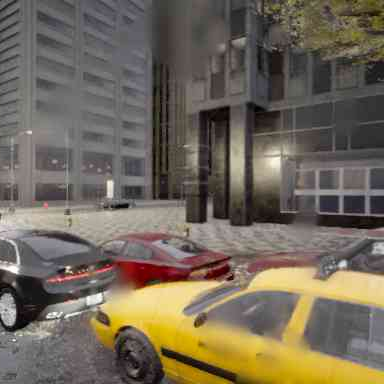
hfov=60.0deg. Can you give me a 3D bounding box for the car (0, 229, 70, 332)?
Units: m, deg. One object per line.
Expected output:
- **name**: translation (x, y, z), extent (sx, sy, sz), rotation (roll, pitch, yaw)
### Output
- **car**: translation (-3.585, 1.536, 6.953), extent (4.892, 1.490, 1.837), rotation (0, 0, 36)

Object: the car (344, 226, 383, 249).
- **car**: translation (3.057, 1.348, 4.450), extent (5.009, 1.841, 2.192), rotation (0, 0, 36)

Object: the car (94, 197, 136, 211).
- **car**: translation (-8.225, 1.283, 35.825), extent (2.128, 1.511, 4.902), rotation (0, 1, 36)

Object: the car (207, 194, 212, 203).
- **car**: translation (3.270, 1.043, 56.901), extent (1.837, 1.490, 4.892), rotation (0, 0, 37)

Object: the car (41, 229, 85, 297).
- **car**: translation (-1.231, 1.584, 7.547), extent (4.507, 1.381, 1.887), rotation (0, 0, 36)

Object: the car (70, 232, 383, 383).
- **car**: translation (1.125, 1.479, 3.550), extent (5.366, 1.575, 1.801), rotation (0, 0, 36)
